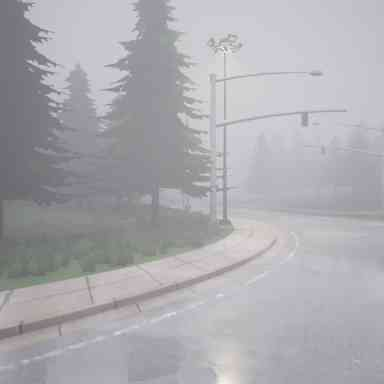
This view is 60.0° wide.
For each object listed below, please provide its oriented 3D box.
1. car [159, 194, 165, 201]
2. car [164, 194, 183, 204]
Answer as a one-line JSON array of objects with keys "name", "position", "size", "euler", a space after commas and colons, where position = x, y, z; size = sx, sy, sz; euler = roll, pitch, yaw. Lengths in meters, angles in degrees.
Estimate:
[{"name": "car", "position": [-7.119, 1.186, 75.170], "size": [2.150, 2.045, 5.566], "euler": [0, 0, -21]}, {"name": "car", "position": [-3.236, 1.547, 65.433], "size": [2.033, 1.411, 5.357], "euler": [0, 0, -21]}]
